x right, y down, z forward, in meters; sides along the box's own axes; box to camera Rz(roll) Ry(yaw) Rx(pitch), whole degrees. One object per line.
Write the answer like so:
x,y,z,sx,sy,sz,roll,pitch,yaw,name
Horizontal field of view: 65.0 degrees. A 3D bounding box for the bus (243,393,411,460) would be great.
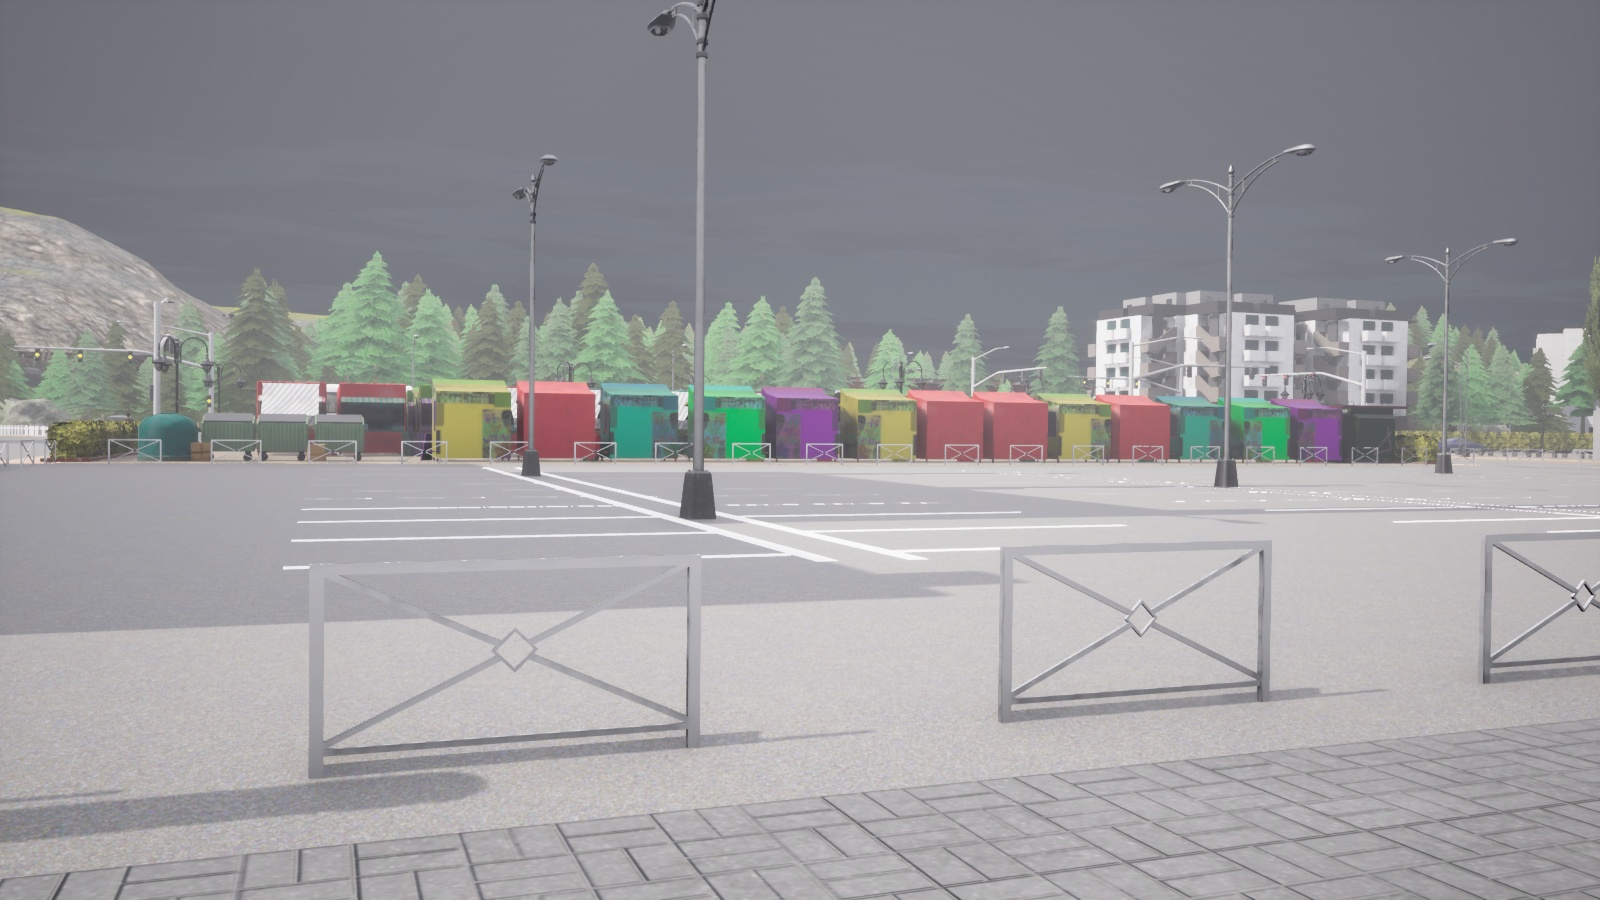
-31.637,-1.609,84.334,10.273,4.253,3.944,-1,1,-21,bus
